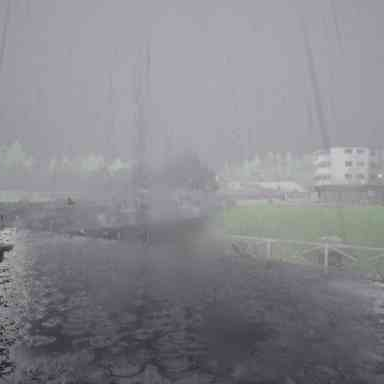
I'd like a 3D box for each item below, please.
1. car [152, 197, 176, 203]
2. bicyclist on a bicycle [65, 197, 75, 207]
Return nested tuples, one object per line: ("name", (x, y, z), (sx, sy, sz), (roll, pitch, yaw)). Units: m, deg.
("car", (-4.165, 1.495, 50.565), (1.994, 1.385, 4.181), (0, 0, 36))
("bicyclist on a bicycle", (-11.862, 1.289, 32.368), (1.656, 1.620, 0.582), (0, 0, 35))
